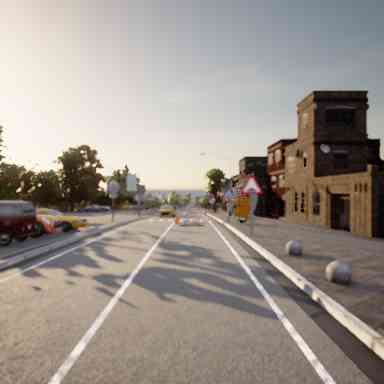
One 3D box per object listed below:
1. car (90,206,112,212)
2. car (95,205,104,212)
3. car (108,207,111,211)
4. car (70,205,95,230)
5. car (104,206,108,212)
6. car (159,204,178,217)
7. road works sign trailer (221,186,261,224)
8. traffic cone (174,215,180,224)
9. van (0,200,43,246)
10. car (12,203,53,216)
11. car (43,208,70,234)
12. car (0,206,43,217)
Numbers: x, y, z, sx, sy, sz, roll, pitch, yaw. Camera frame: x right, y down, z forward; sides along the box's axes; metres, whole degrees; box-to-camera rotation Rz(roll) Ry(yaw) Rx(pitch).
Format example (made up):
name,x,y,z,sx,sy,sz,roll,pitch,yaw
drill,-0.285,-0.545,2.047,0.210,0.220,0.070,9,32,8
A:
name,x,y,z,sx,sy,sz,roll,pitch,yaw
car,-21.734,3.999,79.799,4.674,1.452,2.002,0,-2,0
car,-21.779,3.603,70.109,4.674,1.452,2.002,0,-2,0
car,-21.757,3.831,76.655,5.008,1.535,2.097,0,-2,0
car,-9.360,1.716,21.248,5.366,1.575,1.946,0,-1,0
car,-21.761,3.698,73.384,4.892,1.521,2.231,0,-2,0
car,-3.267,2.515,43.640,1.882,1.535,5.008,0,-2,0
road works sign trailer,4.136,0.710,26.033,2.880,2.380,3.560,21,18,33
traffic cone,-1.357,2.371,27.493,0.340,0.580,0.340,0,-2,0
van,-9.636,1.365,15.298,4.442,1.987,1.878,0,-1,0
car,-21.927,2.444,45.801,4.553,1.767,2.185,0,-2,0
car,-9.564,1.525,18.333,4.553,1.767,2.185,0,-1,0
car,-21.869,2.482,42.626,4.674,1.452,2.002,0,-2,0
